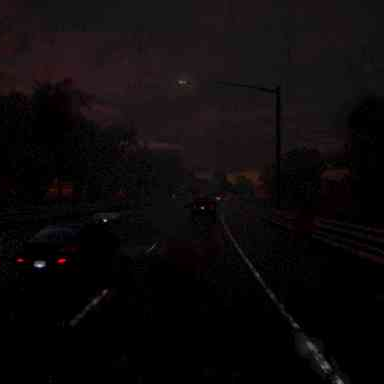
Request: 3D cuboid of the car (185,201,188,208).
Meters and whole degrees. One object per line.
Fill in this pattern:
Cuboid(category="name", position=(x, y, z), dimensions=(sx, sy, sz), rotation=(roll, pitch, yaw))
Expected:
Cuboid(category="car", position=(0.015, 2.117, 57.927), dimensions=(1.994, 1.385, 4.181), rotation=(0, -1, 6))

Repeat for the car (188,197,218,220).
Cuboid(category="car", position=(1.150, 1.523, 31.718), dimensions=(2.150, 2.045, 5.566), rotation=(0, -1, 4))

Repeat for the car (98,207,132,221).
Cuboid(category="car", position=(-6.235, 1.833, 26.667), dimensions=(1.895, 1.301, 4.718), rotation=(0, -1, 4))

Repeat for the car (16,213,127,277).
Cuboid(category="car", position=(-3.616, 1.612, 10.452), dimensions=(1.812, 1.442, 4.674), rotation=(0, -1, 3))

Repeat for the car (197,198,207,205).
Cuboid(category="car", position=(2.241, 2.249, 76.514), dimensions=(1.837, 1.490, 4.892), rotation=(0, -1, 8))
